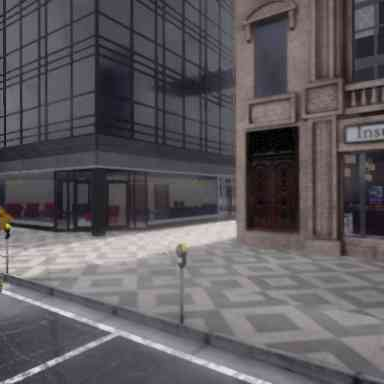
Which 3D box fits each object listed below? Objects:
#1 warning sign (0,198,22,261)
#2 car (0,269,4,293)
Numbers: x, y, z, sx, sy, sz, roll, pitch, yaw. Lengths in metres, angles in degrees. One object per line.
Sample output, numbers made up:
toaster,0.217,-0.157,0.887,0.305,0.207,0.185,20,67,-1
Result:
warning sign,-6.128,1.114,10.162,1.060,1.860,1.300,0,0,35
car,-5.907,1.524,7.181,4.829,1.417,1.752,0,0,36
